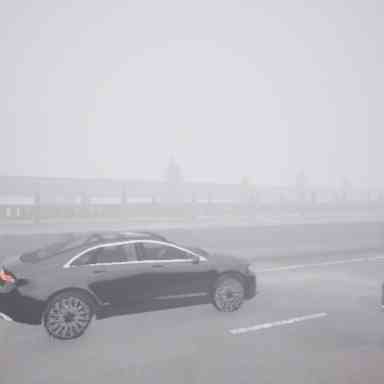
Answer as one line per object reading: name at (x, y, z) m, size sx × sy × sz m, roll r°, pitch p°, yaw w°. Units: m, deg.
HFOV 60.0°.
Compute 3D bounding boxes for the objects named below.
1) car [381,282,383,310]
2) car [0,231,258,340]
car at (5.440, 1.582, 5.665) m, size 4.902 × 1.511 × 2.128 m, roll 1°, pitch -1°, yaw -25°
car at (-0.999, 1.537, 6.482) m, size 4.902 × 1.511 × 2.128 m, roll 1°, pitch -1°, yaw -25°
